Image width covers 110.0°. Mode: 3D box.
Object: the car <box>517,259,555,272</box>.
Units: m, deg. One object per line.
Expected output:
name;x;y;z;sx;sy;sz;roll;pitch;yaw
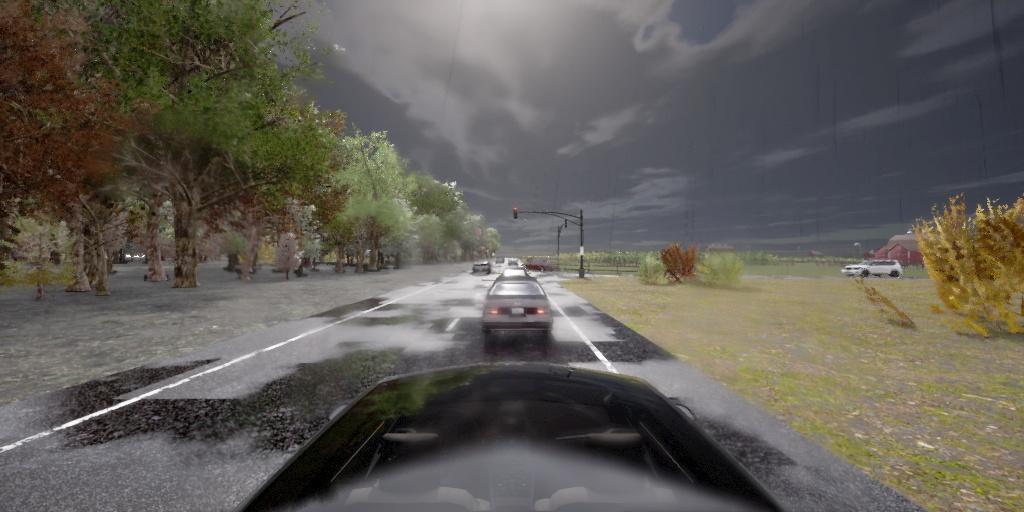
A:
car;3.380;1.159;46.857;4.553;1.767;2.097;3;2;45

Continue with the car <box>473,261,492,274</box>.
car;-3.314;1.250;40.333;2.128;1.511;4.902;0;0;0

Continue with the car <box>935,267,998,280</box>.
car;48.670;1.825;38.258;5.357;1.411;2.033;1;-1;1

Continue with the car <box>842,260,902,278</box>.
car;42.060;1.487;41.904;5.566;2.045;2.150;1;-1;1

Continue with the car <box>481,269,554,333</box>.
car;0.121;1.300;10.682;2.033;1.411;5.357;0;0;0

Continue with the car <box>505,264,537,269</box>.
car;0.144;1.318;19.922;1.994;1.385;4.181;0;0;0

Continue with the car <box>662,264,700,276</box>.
car;19.754;1.586;42.063;4.181;1.385;1.994;1;-1;0
